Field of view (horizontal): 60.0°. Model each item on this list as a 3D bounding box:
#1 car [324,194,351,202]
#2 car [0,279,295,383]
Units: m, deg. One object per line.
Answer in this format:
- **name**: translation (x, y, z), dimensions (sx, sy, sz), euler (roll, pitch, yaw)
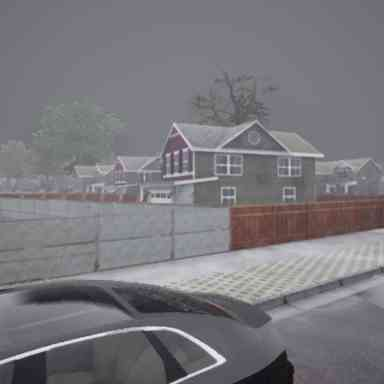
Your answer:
- **car**: translation (18.241, 1.079, 41.237), dimensions (1.837, 1.490, 4.892), euler (0, 1, -24)
- **car**: translation (-1.403, 1.505, 2.067), dimensions (4.892, 1.490, 1.837), euler (-1, 0, -36)
